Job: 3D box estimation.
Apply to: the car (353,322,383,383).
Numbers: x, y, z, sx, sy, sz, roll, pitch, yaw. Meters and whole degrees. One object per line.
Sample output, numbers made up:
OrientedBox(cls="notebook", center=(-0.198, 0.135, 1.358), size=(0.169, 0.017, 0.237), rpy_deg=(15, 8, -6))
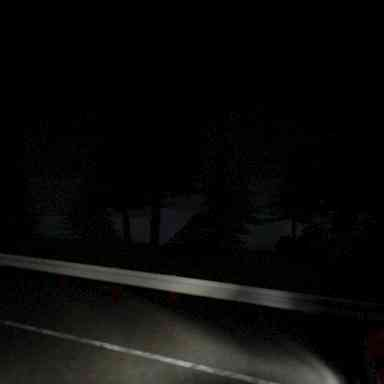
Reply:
OrientedBox(cls="car", center=(3.802, 1.611, 2.598), size=(4.553, 1.767, 2.097), rpy_deg=(1, -2, 22))
